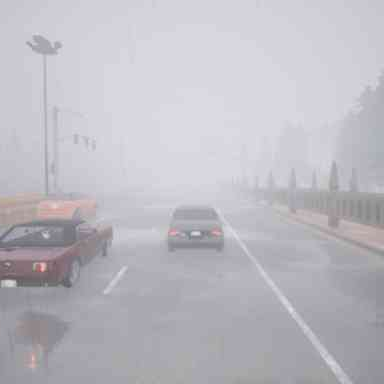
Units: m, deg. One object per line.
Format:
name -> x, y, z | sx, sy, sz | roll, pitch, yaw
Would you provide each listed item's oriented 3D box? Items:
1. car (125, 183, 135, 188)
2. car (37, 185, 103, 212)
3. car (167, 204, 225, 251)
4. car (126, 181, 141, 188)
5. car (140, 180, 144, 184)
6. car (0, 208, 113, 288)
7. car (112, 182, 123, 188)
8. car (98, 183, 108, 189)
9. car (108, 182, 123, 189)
car -> -17.029, -1.917, 91.773 | 1.895, 1.301, 4.718 | 0, 2, 0
car -> -6.843, 0.685, 18.747 | 2.097, 1.767, 4.553 | 0, 2, 0
car -> 0.122, 1.141, 12.040 | 2.033, 1.411, 5.357 | 0, 2, 0
car -> -13.618, -1.341, 76.064 | 1.994, 1.385, 4.181 | 0, 2, 0
car -> -13.529, -2.286, 91.739 | 2.150, 2.045, 5.566 | 0, 2, 0
car -> -3.391, 1.336, 8.410 | 1.895, 1.301, 4.718 | 0, 2, 0
car -> -20.528, -1.993, 91.899 | 1.812, 1.442, 4.674 | 0, 2, 0
car -> -20.617, -1.364, 76.321 | 2.033, 1.411, 5.357 | 0, 2, 0
car -> -17.118, -1.342, 76.084 | 1.994, 1.385, 4.181 | 0, 2, 0
